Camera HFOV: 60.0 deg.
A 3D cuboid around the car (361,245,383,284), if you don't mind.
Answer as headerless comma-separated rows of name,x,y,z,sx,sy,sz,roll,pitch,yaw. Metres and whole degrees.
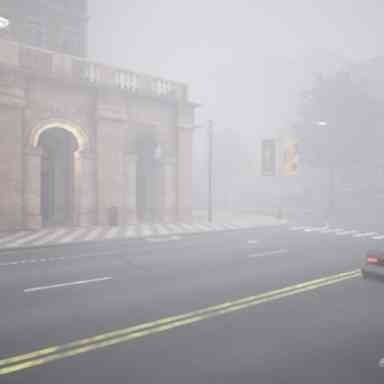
car,6.404,1.602,8.428,5.357,1.411,2.033,0,0,-36
